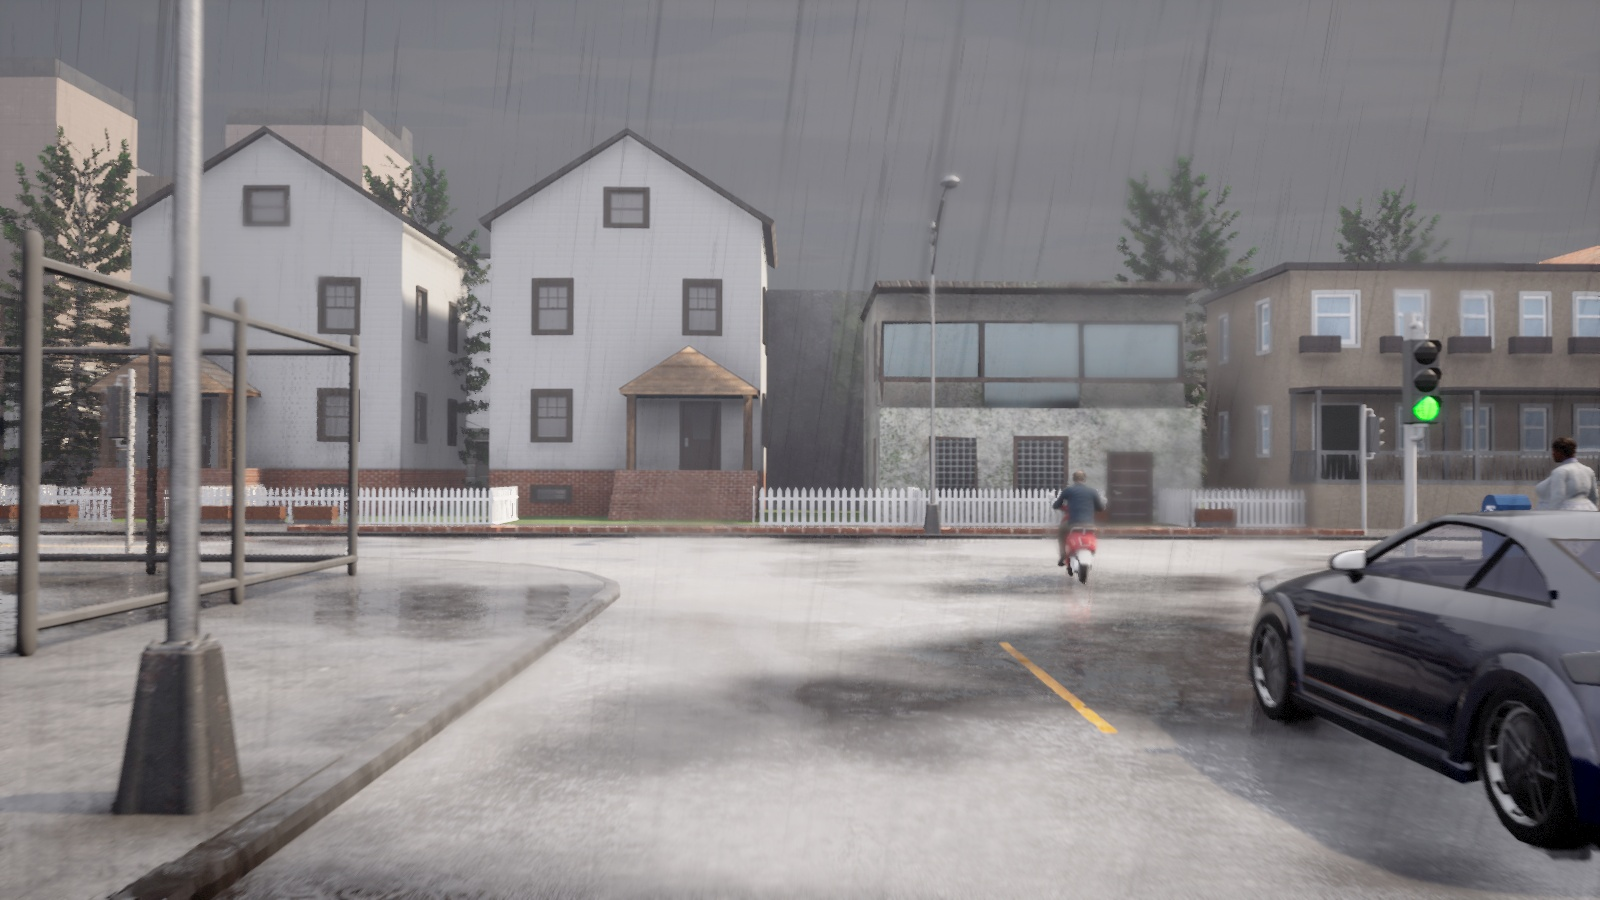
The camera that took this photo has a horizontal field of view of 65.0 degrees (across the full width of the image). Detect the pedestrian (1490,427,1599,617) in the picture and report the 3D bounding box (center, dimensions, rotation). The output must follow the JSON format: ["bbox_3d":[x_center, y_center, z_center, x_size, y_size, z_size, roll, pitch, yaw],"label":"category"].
[{"bbox_3d":[7.798,0.710,12.863,0.874,1.855,0.900,0,-1,-22],"label":"pedestrian"}]

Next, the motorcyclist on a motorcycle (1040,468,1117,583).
[{"bbox_3d":[4.059,1.068,18.448,0.866,1.590,1.817,1,-1,6],"label":"motorcyclist on a motorcycle"}]

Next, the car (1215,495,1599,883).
[{"bbox_3d":[3.971,0.980,6.861,1.994,1.385,4.181,0,-1,0],"label":"car"}]
